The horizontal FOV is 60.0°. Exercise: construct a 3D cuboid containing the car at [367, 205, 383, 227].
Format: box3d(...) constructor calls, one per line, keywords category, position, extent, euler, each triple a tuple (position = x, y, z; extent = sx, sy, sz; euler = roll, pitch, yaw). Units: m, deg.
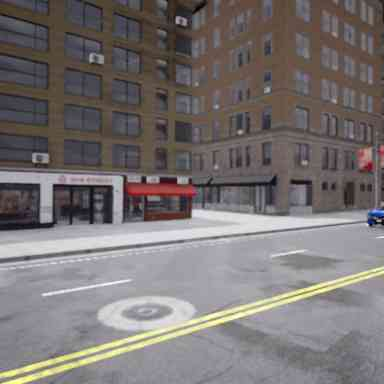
box3d(category="car", position=(12.990, 1.410, 20.967), extent=(5.008, 1.535, 1.882), euler=(0, 0, -36))
